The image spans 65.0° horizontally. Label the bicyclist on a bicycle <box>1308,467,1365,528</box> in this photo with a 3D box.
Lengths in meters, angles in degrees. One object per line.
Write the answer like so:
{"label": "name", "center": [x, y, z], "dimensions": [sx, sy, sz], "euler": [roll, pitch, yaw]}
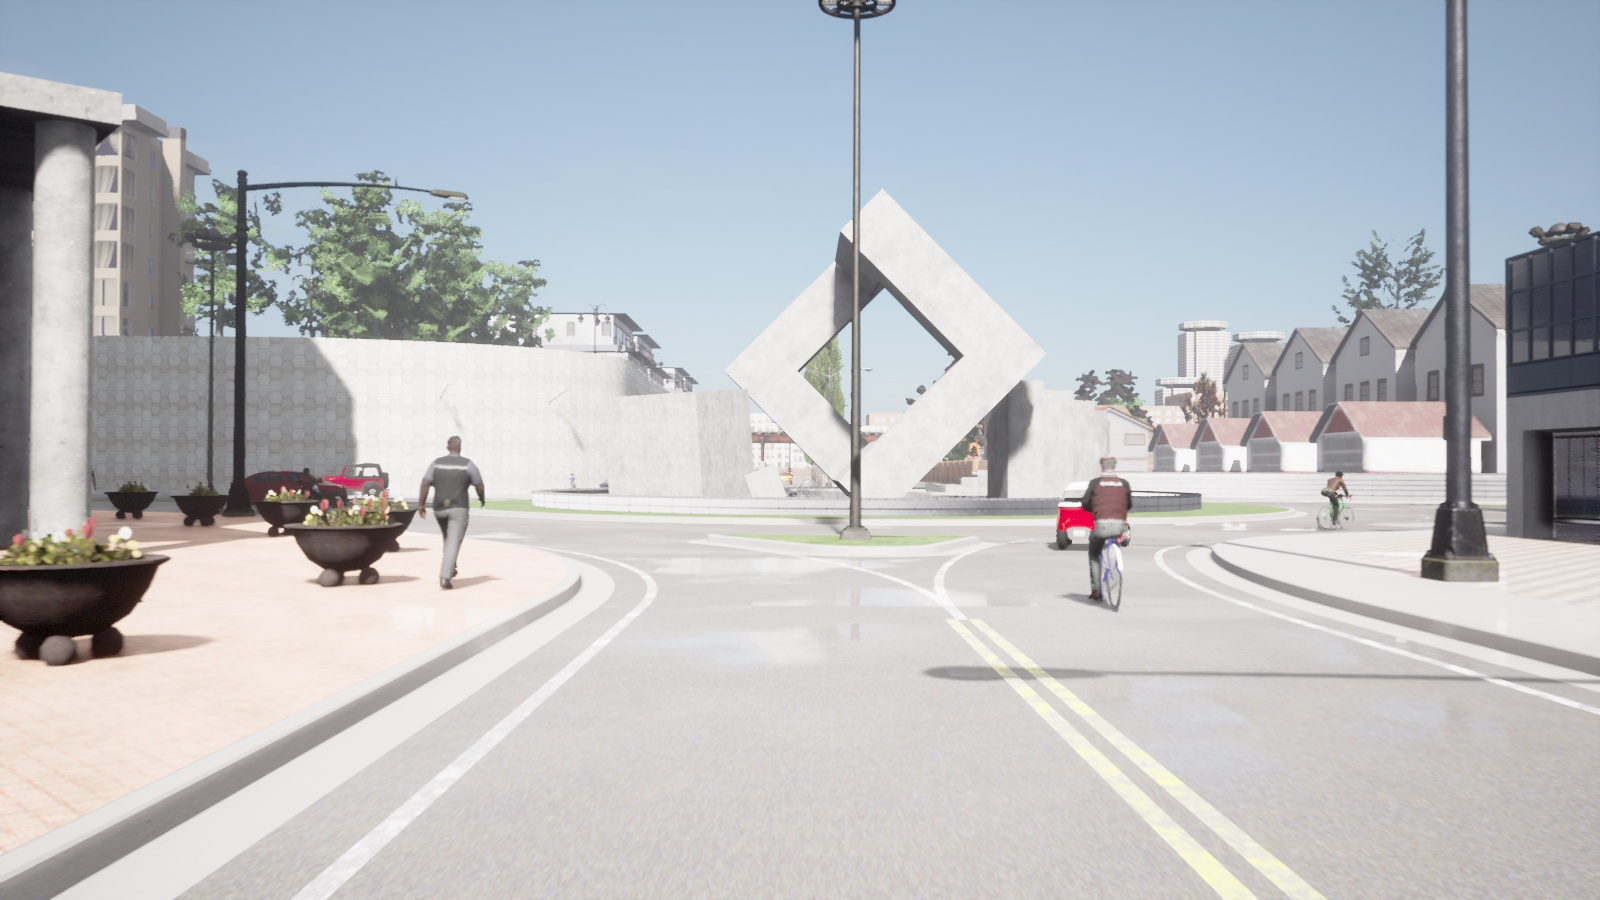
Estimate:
{"label": "bicyclist on a bicycle", "center": [14.514, 1.278, 33.942], "dimensions": [1.656, 1.620, 0.582], "euler": [1, -2, -34]}

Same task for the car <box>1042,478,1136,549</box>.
{"label": "car", "center": [6.021, 1.282, 26.052], "dimensions": [1.481, 1.376, 2.207], "euler": [-1, -1, 24]}

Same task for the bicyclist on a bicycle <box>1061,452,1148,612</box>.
{"label": "bicyclist on a bicycle", "center": [3.582, 0.920, 14.908], "dimensions": [0.659, 1.776, 1.843], "euler": [0, -1, 2]}

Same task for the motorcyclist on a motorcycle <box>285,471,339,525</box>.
{"label": "motorcyclist on a motorcycle", "center": [-15.482, 1.493, 39.788], "dimensions": [0.766, 1.649, 2.350], "euler": [1, -1, -44]}

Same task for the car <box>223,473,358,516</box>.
{"label": "car", "center": [-19.302, 1.665, 47.545], "dimensions": [5.008, 1.535, 1.882], "euler": [-1, -1, 26]}

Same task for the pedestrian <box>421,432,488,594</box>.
{"label": "pedestrian", "center": [-4.148, 0.744, 15.101], "dimensions": [0.563, 1.883, 0.849], "euler": [0, -1, 1]}

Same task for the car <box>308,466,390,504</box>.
{"label": "car", "center": [-23.143, 1.782, 64.461], "dimensions": [3.866, 1.878, 1.905], "euler": [0, -1, -22]}
